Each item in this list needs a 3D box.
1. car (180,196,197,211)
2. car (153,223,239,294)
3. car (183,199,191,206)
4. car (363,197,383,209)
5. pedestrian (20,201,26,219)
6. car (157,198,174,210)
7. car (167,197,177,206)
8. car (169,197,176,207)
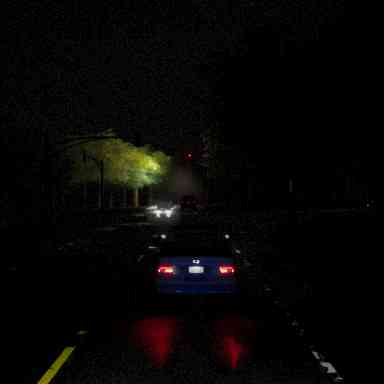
[{"bbox_3d":[-0.518,1.568,46.838,2.150,2.045,5.566,0,-1,-1],"label":"car"},{"bbox_3d":[0.089,1.550,8.940,2.033,1.411,5.357,0,0,0],"label":"car"},{"bbox_3d":[-1.287,2.559,81.388,1.837,1.490,4.892,0,-2,-1],"label":"car"},{"bbox_3d":[18.259,0.829,30.329,4.718,1.301,1.895,-2,-1,2],"label":"car"},{"bbox_3d":[-18.091,1.917,35.611,0.375,1.860,0.375,0,1,2],"label":"pedestrian"},{"bbox_3d":[-4.169,2.000,49.771,1.895,1.301,4.718,0,-1,-1],"label":"car"},{"bbox_3d":[-4.741,2.225,79.284,2.150,2.045,5.566,0,-1,-1],"label":"car"},{"bbox_3d":[-4.355,1.910,58.875,2.097,1.767,4.553,0,-1,-1],"label":"car"}]
